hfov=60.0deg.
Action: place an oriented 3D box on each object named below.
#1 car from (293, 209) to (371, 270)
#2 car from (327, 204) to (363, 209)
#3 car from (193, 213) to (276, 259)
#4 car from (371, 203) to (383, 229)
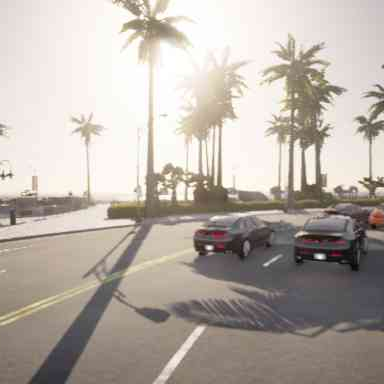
[{"bbox_3d":[4.864,1.561,11.458,1.837,1.490,4.892,-1,0,31],"label":"car"},{"bbox_3d":[11.218,1.608,23.990,4.892,1.490,1.837,-1,0,-38],"label":"car"},{"bbox_3d":[1.836,1.604,13.214,1.837,1.490,4.892,-1,0,31],"label":"car"},{"bbox_3d":[13.267,1.408,21.160,4.553,1.767,2.097,0,-1,-39],"label":"car"}]
